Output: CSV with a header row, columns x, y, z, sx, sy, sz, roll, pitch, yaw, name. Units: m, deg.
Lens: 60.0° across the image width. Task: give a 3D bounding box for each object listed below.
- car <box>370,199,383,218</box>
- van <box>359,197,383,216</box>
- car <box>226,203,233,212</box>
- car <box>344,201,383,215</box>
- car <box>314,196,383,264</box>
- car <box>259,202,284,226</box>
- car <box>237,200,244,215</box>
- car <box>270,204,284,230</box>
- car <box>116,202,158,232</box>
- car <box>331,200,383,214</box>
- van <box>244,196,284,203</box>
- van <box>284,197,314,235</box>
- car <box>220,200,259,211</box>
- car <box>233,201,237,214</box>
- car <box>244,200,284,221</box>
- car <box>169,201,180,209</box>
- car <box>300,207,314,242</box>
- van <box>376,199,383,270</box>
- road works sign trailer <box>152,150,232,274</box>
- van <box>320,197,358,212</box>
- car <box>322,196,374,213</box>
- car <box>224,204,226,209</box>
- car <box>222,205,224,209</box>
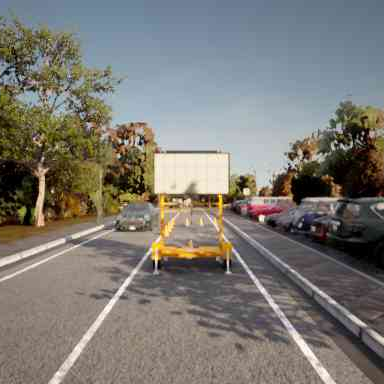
x,y,z,sx,sy,sz,roll,pitch,yaw,name
20.154,1.579,32.230,4.553,1.767,2.185,0,-1,0,car
20.307,1.514,35.000,4.442,1.987,1.878,0,-1,0,van
7.088,1.527,38.006,5.566,2.045,2.435,0,-1,0,car
20.189,1.775,37.768,4.892,1.521,2.231,0,-1,0,car
7.093,1.196,10.262,5.566,2.045,2.435,0,0,0,car
7.055,1.600,21.348,4.792,1.488,2.163,0,-1,0,car
7.109,1.749,32.450,4.674,1.452,2.002,0,-1,0,car
7.083,1.576,18.570,4.674,1.452,2.002,0,-1,0,car
-3.335,1.446,20.872,2.097,1.767,4.553,0,-1,0,car
20.016,1.807,40.536,5.366,1.575,1.946,0,-1,0,car
7.218,1.448,29.677,4.442,1.987,1.878,0,-1,0,van
6.958,1.275,15.798,4.442,1.987,1.878,0,-1,0,van
6.952,1.963,49.091,5.366,1.575,1.946,0,-1,0,car
7.141,1.773,35.226,4.792,1.488,2.163,0,-1,0,car
7.101,1.639,26.898,5.008,1.535,2.097,0,-1,0,car
-3.237,2.424,61.943,2.033,1.411,5.357,0,-2,1,car
7.099,1.496,13.012,4.792,1.488,2.163,0,0,0,car
6.943,1.231,7.486,4.442,1.987,1.878,0,0,0,van
-0.016,0.488,10.607,2.380,3.560,2.880,0,0,-1,road works sign trailer
20.329,1.678,46.198,4.442,1.987,1.878,0,-1,0,van
20.234,1.600,43.307,5.566,2.045,2.435,0,-1,0,car
7.133,1.857,43.550,5.008,1.535,2.097,0,-1,0,car
7.138,1.909,46.322,4.892,1.521,2.231,0,-1,0,car
